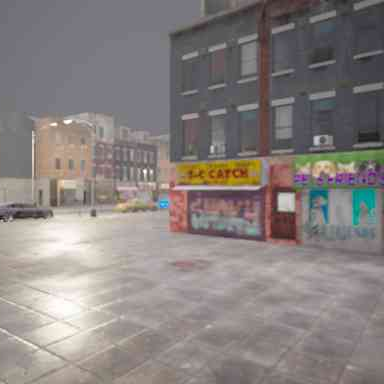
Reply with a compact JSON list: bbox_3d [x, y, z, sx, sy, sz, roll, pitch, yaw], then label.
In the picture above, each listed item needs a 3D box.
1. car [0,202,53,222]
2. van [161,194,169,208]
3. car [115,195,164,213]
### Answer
[{"bbox_3d":[-12.049,1.373,23.506,1.947,1.339,4.313,0,0,36],"label":"car"},{"bbox_3d":[-2.084,1.105,37.254,1.690,1.788,3.998,0,0,36],"label":"van"},{"bbox_3d":[-5.306,1.303,32.809,1.752,1.417,4.829,0,0,36],"label":"car"}]
